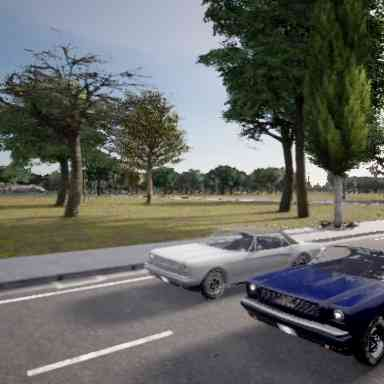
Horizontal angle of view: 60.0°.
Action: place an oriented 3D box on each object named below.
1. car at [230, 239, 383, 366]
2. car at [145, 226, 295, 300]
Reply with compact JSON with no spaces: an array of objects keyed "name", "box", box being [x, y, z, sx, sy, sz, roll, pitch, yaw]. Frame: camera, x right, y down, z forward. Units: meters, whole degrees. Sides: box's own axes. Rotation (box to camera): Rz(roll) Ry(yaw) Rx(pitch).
[{"name":"car","box":[3.116,1.600,5.905,4.718,1.301,1.895,0,0,-35]},{"name":"car","box":[1.219,1.601,8.544,4.718,1.301,1.895,0,0,-35]}]
